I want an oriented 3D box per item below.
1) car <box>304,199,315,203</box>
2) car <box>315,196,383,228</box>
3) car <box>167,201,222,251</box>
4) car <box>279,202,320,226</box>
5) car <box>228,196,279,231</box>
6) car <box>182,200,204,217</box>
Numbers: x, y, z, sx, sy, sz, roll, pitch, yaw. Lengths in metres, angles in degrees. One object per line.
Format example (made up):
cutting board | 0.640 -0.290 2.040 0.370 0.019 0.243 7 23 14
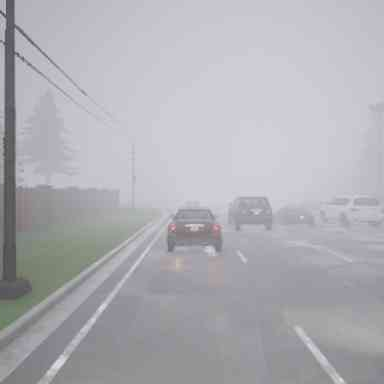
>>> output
car | 14.097 1.555 38.921 2.128 1.511 4.902 0 0 0
car | 10.599 1.258 22.482 2.150 2.045 5.566 0 0 0
car | 0.097 1.375 14.368 2.097 1.767 4.553 0 0 0
car | 7.098 1.602 23.495 1.994 1.385 4.181 0 0 0
car | 3.599 1.256 21.189 2.150 2.045 5.566 0 0 0
car | 0.053 1.600 33.529 2.033 1.411 5.357 0 0 -1
